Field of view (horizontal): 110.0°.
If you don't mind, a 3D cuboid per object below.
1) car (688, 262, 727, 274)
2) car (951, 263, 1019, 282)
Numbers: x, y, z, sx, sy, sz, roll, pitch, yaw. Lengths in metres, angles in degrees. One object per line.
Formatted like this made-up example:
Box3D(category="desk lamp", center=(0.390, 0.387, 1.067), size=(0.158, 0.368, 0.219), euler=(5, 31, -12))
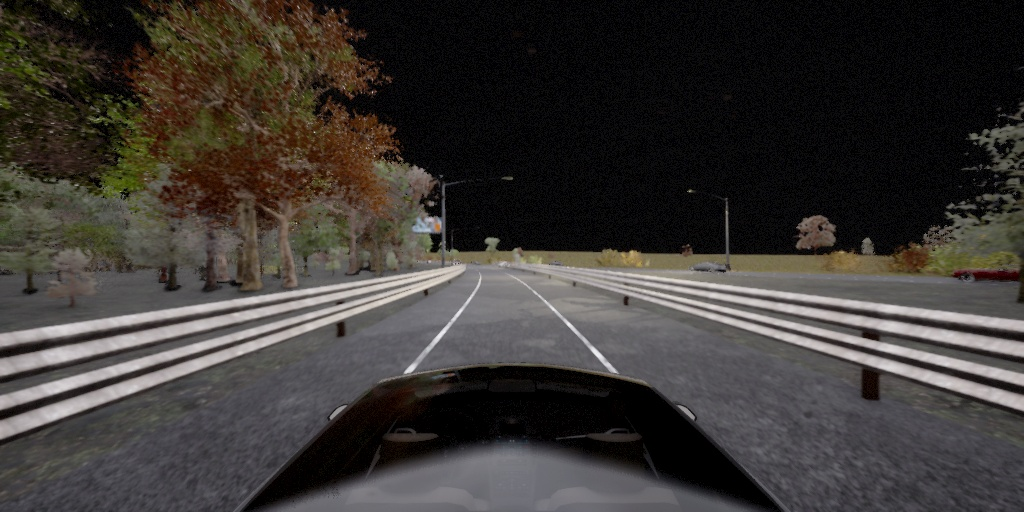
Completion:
Box3D(category="car", center=(23.619, 1.379, 43.503), size=(1.994, 1.385, 4.181), euler=(0, -1, -24))
Box3D(category="car", center=(32.521, 1.137, 23.454), size=(1.895, 1.301, 4.718), euler=(0, -1, -24))
